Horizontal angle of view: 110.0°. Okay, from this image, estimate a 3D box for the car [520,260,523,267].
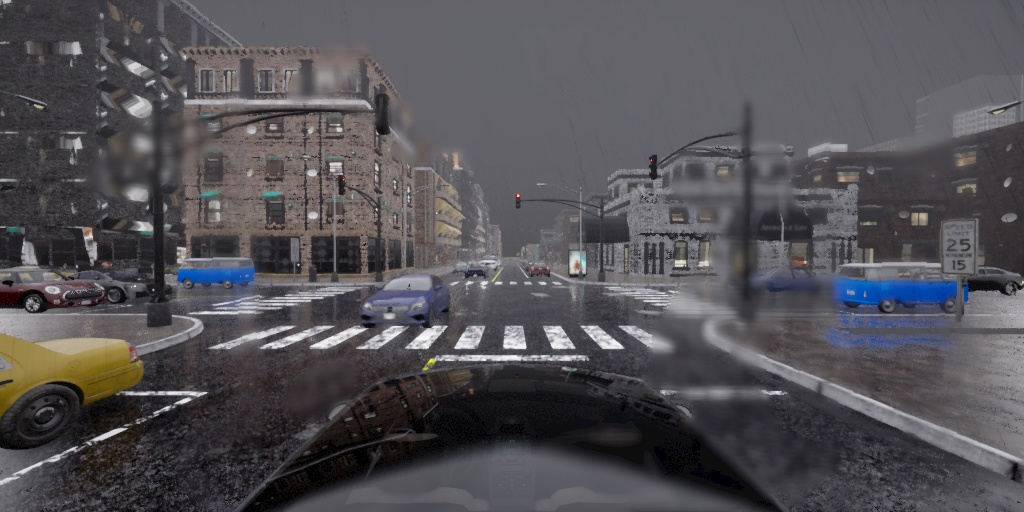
[{"bbox_3d":[2.618,1.320,52.312,2.007,1.370,4.403,0,0,0],"label":"car"}]

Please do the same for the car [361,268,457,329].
[{"bbox_3d":[-3.112,1.282,11.429,1.812,1.442,4.674,0,0,0],"label":"car"}]

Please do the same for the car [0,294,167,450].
[{"bbox_3d":[-5.692,1.275,2.573,1.751,1.417,4.829,0,0,0],"label":"car"}]

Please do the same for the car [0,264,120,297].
[{"bbox_3d":[-17.738,1.190,13.251,4.097,1.591,1.967,0,0,-1],"label":"car"}]

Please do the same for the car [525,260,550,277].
[{"bbox_3d":[2.643,1.195,35.222,1.967,1.591,4.097,0,0,0],"label":"car"}]

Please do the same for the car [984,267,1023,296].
[{"bbox_3d":[24.410,1.290,19.408,4.902,1.511,2.128,0,0,0],"label":"car"}]

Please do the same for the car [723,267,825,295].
[{"bbox_3d":[14.485,1.320,19.324,5.357,1.411,2.033,0,0,-1],"label":"car"}]

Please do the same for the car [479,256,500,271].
[{"bbox_3d":[-3.165,0.988,48.908,2.150,2.045,5.566,0,0,0],"label":"car"}]

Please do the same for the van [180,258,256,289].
[{"bbox_3d":[-17.793,1.030,21.632,3.998,1.789,1.690,0,0,-1],"label":"van"}]

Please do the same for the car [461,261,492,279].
[{"bbox_3d":[-3.145,1.354,32.813,1.895,1.301,4.718,0,0,0],"label":"car"}]

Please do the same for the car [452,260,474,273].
[{"bbox_3d":[-5.746,1.310,40.894,2.007,1.370,4.403,0,0,0],"label":"car"}]

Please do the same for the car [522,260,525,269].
[{"bbox_3d":[2.626,1.347,46.615,1.802,1.307,4.207,0,0,0],"label":"car"}]

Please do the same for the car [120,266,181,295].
[{"bbox_3d":[-17.753,1.295,15.835,4.181,1.385,1.994,0,0,-1],"label":"car"}]

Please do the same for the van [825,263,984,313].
[{"bbox_3d":[14.639,1.156,13.538,3.998,1.789,1.690,0,0,-1],"label":"van"}]
